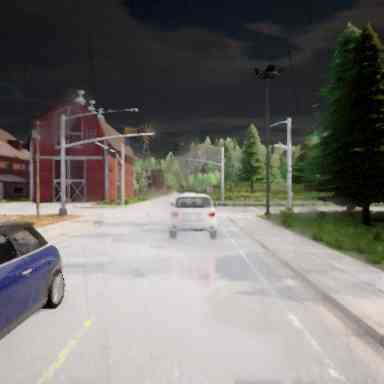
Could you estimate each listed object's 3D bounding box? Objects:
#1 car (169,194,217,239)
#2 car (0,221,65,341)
[{"bbox_3d":[0.063,1.093,16.705,2.150,2.045,5.566,0,0,0],"label":"car"},{"bbox_3d":[-3.581,1.315,4.687,2.097,1.767,4.553,0,0,0],"label":"car"}]
